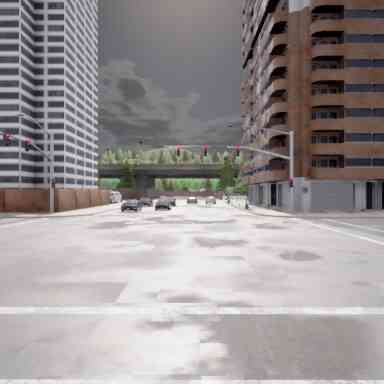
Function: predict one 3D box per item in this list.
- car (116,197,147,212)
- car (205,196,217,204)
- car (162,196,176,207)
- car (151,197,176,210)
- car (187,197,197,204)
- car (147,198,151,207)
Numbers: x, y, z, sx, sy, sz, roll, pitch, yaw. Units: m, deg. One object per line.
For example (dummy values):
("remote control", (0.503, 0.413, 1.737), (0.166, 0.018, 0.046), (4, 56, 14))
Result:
("car", (-7.085, 1.547, 39.458), (2.033, 1.411, 5.357), (0, 0, 0))
("car", (3.523, 1.525, 63.187), (1.812, 1.442, 4.674), (0, 0, 0))
("car", (-3.560, 1.477, 52.604), (1.882, 1.535, 5.008), (0, 0, 0))
("car", (-3.583, 1.547, 42.327), (2.033, 1.411, 5.357), (0, 0, 0))
("car", (0.023, 1.564, 63.186), (1.994, 1.385, 4.181), (0, 0, 0))
("car", (-7.069, 1.547, 50.769), (2.033, 1.411, 5.357), (0, 0, 0))
